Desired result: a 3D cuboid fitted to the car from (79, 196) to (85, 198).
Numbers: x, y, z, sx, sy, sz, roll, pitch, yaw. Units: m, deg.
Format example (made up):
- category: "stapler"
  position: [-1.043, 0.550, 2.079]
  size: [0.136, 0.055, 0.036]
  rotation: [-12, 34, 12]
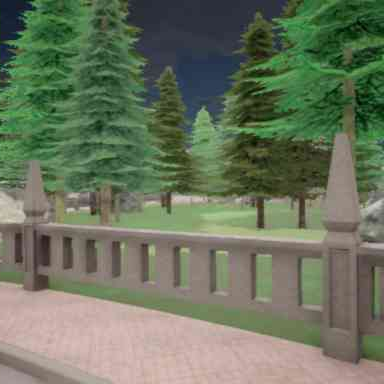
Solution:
- category: "car"
  position: [-19.520, 1.518, 58.012]
  size: [2.128, 1.511, 4.902]
  rotation: [0, 0, 17]
